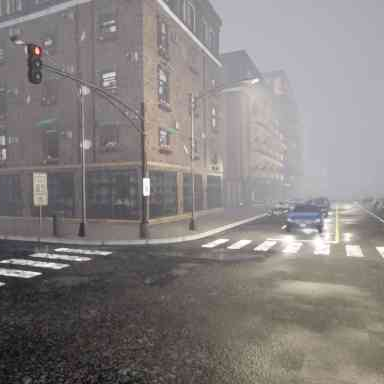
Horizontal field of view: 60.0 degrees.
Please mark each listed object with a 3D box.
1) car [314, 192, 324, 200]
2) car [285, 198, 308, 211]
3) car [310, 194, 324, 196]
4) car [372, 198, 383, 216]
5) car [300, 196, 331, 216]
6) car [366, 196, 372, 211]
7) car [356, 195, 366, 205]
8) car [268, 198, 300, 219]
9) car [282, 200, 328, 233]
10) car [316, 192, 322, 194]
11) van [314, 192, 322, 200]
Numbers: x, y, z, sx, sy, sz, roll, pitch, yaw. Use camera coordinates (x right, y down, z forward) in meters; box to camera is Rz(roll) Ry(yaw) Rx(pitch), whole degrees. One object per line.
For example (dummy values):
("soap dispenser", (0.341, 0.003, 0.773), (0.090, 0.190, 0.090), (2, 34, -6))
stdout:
("car", (32.506, 0.994, 85.021), (2.192, 1.841, 5.009), (-1, 0, 24))
("car", (12.008, 1.397, 38.031), (2.008, 1.369, 4.403), (-1, 0, 24))
("car", (14.388, 1.304, 36.983), (1.882, 1.535, 5.008), (0, 0, 24))
("car", (17.415, 1.385, 29.469), (1.802, 1.307, 4.206), (-1, 0, 24))
("car", (10.355, 1.357, 27.689), (2.128, 1.511, 4.902), (0, 0, 24))
("car", (19.693, 1.331, 34.691), (2.008, 1.369, 4.403), (-1, 0, 24))
("car", (26.528, 1.269, 50.355), (2.008, 1.369, 4.403), (-1, 0, 24))
("car", (7.451, 1.442, 27.588), (2.008, 1.369, 4.403), (-1, 0, 24))
("car", (6.592, 1.430, 19.118), (1.812, 1.442, 4.674), (0, 0, 24))
("car", (23.395, 1.186, 64.137), (1.967, 1.590, 4.097), (-1, 0, 24))
("van", (30.229, 1.036, 79.802), (1.690, 1.788, 3.998), (-1, 0, 24))
